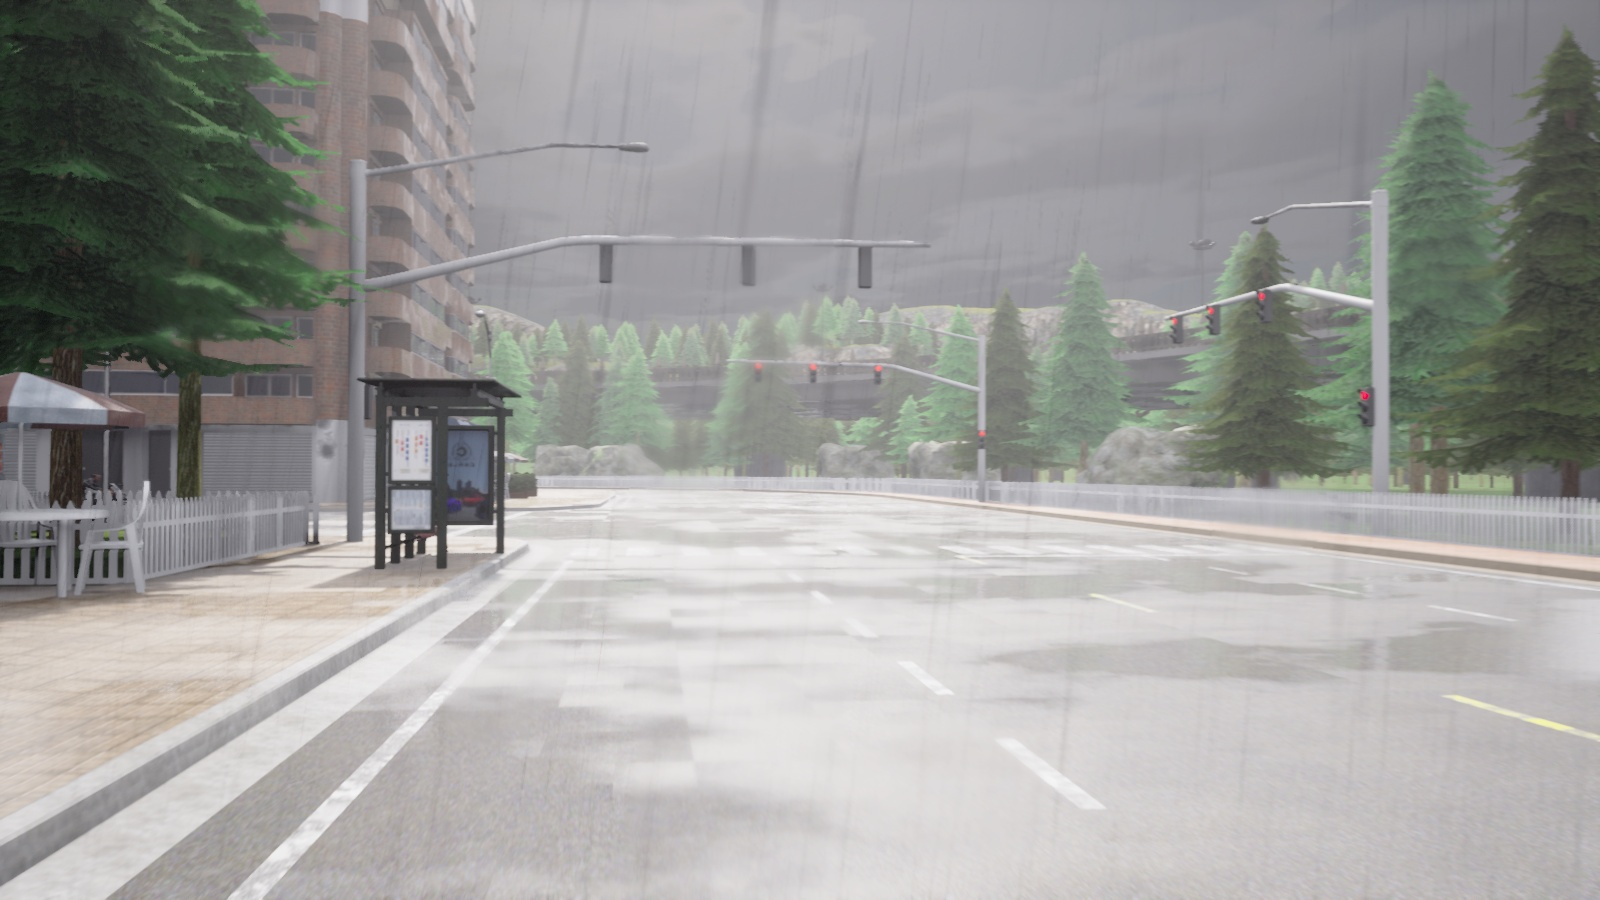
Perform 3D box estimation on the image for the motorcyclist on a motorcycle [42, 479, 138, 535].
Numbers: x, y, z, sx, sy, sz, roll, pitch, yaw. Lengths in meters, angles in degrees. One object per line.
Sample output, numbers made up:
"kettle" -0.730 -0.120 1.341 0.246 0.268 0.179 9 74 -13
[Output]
"motorcyclist on a motorcycle" -20.149 1.605 35.678 2.191 1.530 0.866 0 -1 -7
